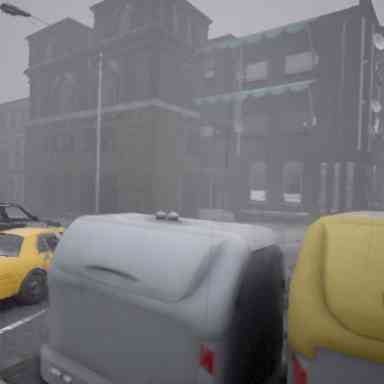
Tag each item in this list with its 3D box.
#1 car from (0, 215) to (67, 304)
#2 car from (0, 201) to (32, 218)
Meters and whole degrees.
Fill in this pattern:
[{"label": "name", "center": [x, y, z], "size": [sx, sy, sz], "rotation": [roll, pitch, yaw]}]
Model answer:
[{"label": "car", "center": [-3.682, 1.512, 8.306], "size": [1.946, 1.575, 5.366], "rotation": [0, -1, 16]}, {"label": "car", "center": [-6.177, 1.273, 9.932], "size": [2.435, 2.045, 5.566], "rotation": [0, -1, 16]}]
